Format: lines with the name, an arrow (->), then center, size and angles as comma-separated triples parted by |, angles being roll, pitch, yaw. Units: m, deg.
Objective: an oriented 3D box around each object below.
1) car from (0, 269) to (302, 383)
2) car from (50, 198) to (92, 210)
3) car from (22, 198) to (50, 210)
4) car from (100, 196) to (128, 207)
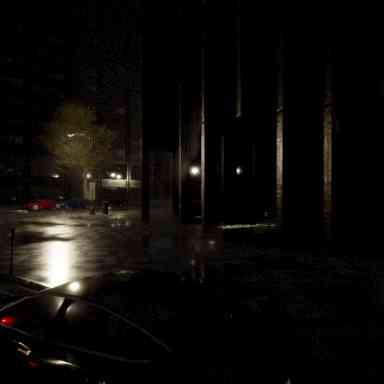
car -> -1.013, 1.566, 3.674 | 4.313, 1.339, 1.947 | 0, 0, 35
car -> -14.627, 1.459, 41.363 | 1.812, 1.442, 4.674 | 0, 0, 35
car -> -18.740, 1.487, 41.189 | 1.994, 1.385, 4.181 | 0, 0, 34
car -> -11.818, 1.423, 50.962 | 1.812, 1.442, 4.674 | 0, 0, 35
